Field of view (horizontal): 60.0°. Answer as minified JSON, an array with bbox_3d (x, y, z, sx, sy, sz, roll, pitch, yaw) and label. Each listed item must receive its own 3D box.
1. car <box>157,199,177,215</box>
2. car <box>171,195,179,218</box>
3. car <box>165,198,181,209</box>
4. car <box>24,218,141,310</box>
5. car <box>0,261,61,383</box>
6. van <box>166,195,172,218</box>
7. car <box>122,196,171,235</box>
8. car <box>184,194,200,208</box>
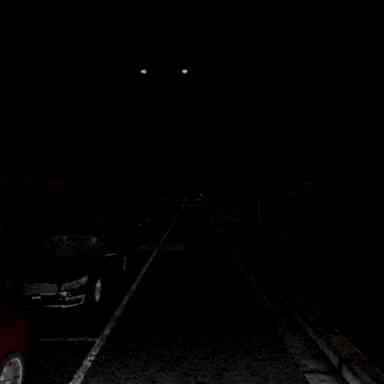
[{"bbox_3d":[-2.631,1.546,35.706,1.752,1.417,4.829,0,0,0],"label":"car"},{"bbox_3d":[-2.630,1.327,30.262,2.192,1.841,5.009,0,0,0],"label":"car"},{"bbox_3d":[-2.630,1.593,47.104,2.008,1.369,4.403,0,0,0],"label":"car"},{"bbox_3d":[-2.632,1.548,7.807,2.008,1.369,4.403,0,0,0],"label":"car"},{"bbox_3d":[-2.633,1.581,2.193,1.802,1.307,4.206,0,0,0],"label":"car"},{"bbox_3d":[-2.630,1.346,24.648,1.690,1.788,3.998,0,0,0],"label":"van"},{"bbox_3d":[-2.630,1.316,19.034,2.192,1.841,5.009,0,0,0],"label":"car"},{"bbox_3d":[0.007,1.269,48.820,2.150,2.045,5.566,0,0,0],"label":"car"}]
